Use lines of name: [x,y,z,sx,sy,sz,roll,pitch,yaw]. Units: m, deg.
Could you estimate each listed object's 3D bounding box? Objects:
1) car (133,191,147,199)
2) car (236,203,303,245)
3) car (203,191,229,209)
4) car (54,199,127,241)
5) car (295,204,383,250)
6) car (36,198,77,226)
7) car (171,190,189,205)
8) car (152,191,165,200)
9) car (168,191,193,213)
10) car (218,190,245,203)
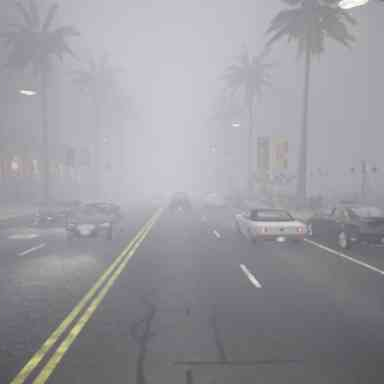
car: [-9.146,0.506,58.853,1.812,1.442,4.674,0,1,-1]
car: [3.077,1.341,14.049,1.895,1.301,4.718,0,1,-2]
car: [2.310,0.916,33.980,1.812,1.442,4.674,0,1,-2]
car: [-4.170,1.232,15.136,2.128,1.511,4.902,0,1,-2]
car: [6.105,1.232,13.017,2.231,1.521,4.892,0,1,-2]
car: [-7.881,1.159,20.565,1.837,1.490,4.892,0,1,-2]
car: [-1.490,0.614,41.759,2.097,1.767,4.553,0,1,-2]
car: [-5.602,0.573,56.646,1.994,1.385,4.181,0,1,-1]
car: [-1.007,0.991,29.114,1.837,1.490,4.892,0,1,-2]
car: [4.988,0.589,42.364,2.185,1.767,4.553,0,1,-2]
